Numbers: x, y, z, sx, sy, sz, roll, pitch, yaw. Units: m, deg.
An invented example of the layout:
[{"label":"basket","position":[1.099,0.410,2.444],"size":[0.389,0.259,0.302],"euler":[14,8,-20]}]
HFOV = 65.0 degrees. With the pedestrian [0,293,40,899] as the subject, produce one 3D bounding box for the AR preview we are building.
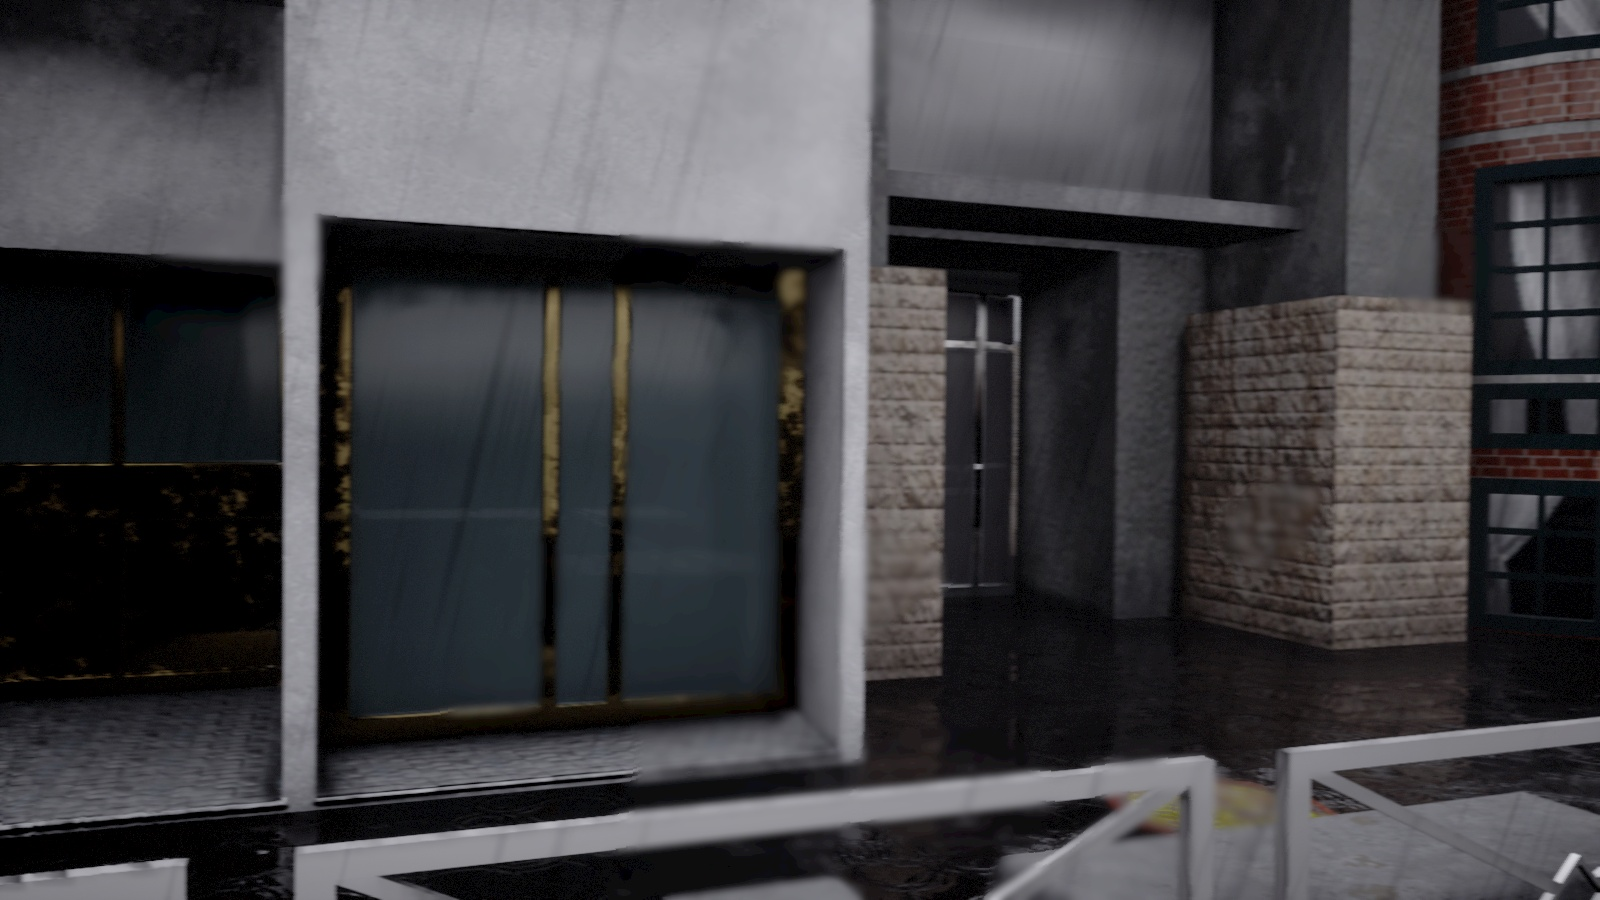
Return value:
[{"label":"pedestrian","position":[-2.835,0.465,3.660],"size":[0.634,1.844,0.899],"euler":[0,1,44]}]
